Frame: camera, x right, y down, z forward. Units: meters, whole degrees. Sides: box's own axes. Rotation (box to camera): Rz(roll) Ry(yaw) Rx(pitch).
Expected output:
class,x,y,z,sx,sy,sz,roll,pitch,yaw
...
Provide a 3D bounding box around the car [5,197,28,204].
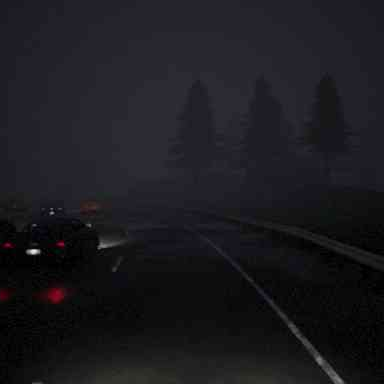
class,x,y,z,sx,sy,sz,roll,pitch,yaw
car,-18.545,1.238,35.157,1.882,1.535,5.008,0,0,-25

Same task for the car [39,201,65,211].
class,x,y,z,sx,sy,sz,roll,pitch,yaw
car,-12.179,1.399,29.183,1.895,1.301,4.718,0,0,-20

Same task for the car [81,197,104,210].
class,x,y,z,sx,sy,sz,roll,pitch,yaw
car,-9.645,1.251,32.181,1.882,1.535,5.008,0,0,-21

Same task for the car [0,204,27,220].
class,x,y,z,sx,sy,sz,roll,pitch,yaw
car,-7.883,1.413,11.678,2.128,1.511,4.902,0,0,-7

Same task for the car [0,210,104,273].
class,x,y,z,sx,sy,sz,roll,pitch,yaw
car,-4.253,1.490,10.522,1.994,1.385,4.181,0,0,-6

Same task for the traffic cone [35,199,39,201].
class,x,y,z,sx,sy,sz,roll,pitch,yaw
traffic cone,-30.547,1.501,66.289,0.340,0.580,0.340,0,1,45

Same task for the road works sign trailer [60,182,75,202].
class,x,y,z,sx,sy,sz,roll,pitch,yaw
road works sign trailer,-23.107,0.041,61.001,2.880,3.560,2.380,0,1,45
